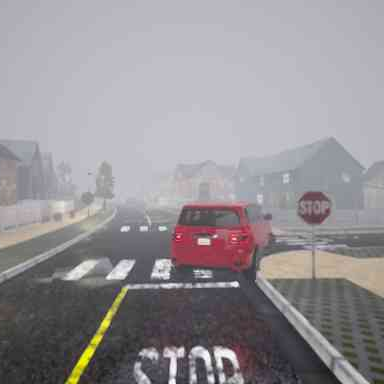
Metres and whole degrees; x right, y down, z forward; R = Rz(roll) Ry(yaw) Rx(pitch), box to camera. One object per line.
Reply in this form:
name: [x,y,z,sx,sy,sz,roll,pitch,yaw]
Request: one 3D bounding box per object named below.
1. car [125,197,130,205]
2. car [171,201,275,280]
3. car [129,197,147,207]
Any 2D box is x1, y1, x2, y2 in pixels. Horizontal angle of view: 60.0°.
car: [-12.536,1.830,68.472,1.882,1.535,5.008,0,-1,-18]
car: [1.198,1.278,10.474,2.150,2.045,5.566,0,0,20]
car: [-9.253,1.911,58.516,2.033,1.411,5.357,0,-1,-18]
